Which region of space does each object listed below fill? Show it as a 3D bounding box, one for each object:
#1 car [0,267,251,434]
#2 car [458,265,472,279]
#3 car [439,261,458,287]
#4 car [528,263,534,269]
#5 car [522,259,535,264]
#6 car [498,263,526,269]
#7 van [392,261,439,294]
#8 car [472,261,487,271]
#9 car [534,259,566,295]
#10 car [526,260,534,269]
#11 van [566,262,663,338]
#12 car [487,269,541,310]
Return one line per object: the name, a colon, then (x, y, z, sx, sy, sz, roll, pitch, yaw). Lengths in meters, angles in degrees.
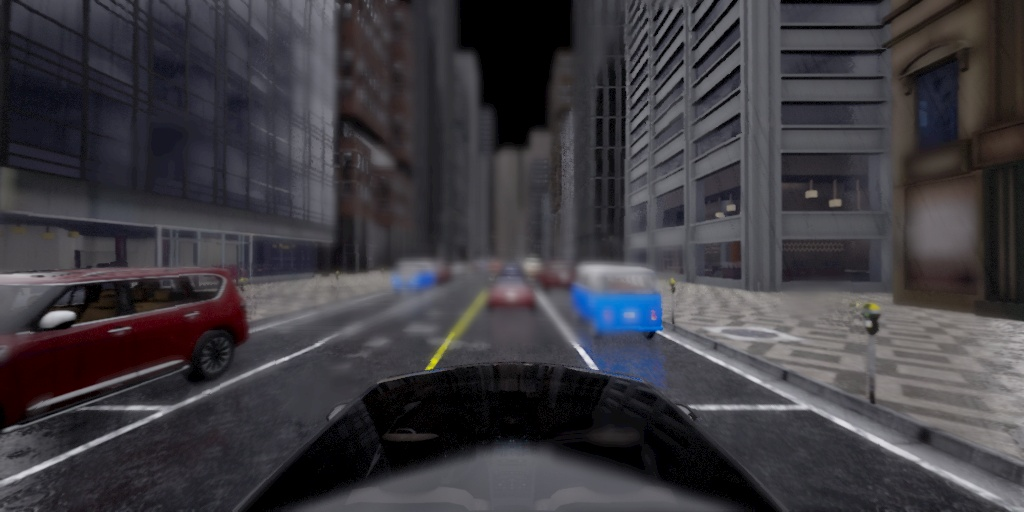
car: (-5.765, 1.092, 4.523, 2.192, 1.841, 5.009, 0, 0, 0)
car: (-5.780, 1.653, 38.178, 2.007, 1.370, 4.403, 0, 0, 0)
car: (-5.775, 1.308, 26.960, 2.192, 1.841, 5.009, 0, 0, 0)
car: (2.748, 1.593, 32.582, 1.888, 1.381, 4.507, 0, 0, 0)
car: (3.082, 1.479, 53.328, 2.150, 2.045, 5.566, 0, -1, 0)
car: (0.009, 1.556, 30.768, 1.812, 1.442, 4.674, 0, 0, 0)
van: (-5.772, 1.280, 21.350, 1.690, 1.789, 3.998, 0, 0, 0)
car: (-5.791, 1.762, 60.615, 1.967, 1.591, 4.097, 0, 0, 0)
car: (2.753, 1.254, 21.365, 2.192, 1.841, 5.009, 0, 0, 0)
car: (3.129, 1.641, 46.486, 1.801, 1.575, 5.366, 0, -1, 0)
van: (2.758, 1.172, 10.147, 1.690, 1.789, 3.998, 0, 0, 0)
car: (0.011, 1.446, 15.358, 1.994, 1.385, 4.181, 0, 0, 1)
